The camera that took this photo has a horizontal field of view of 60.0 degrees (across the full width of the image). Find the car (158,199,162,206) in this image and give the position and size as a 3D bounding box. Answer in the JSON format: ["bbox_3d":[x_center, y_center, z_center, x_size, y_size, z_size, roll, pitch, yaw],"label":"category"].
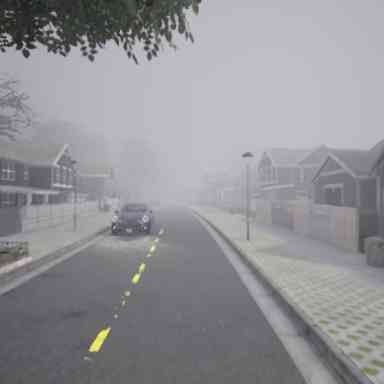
[{"bbox_3d":[-6.588,1.902,60.421,1.994,1.385,4.181,0,-1,-6],"label":"car"}]

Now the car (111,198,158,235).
[{"bbox_3d":[-3.291,1.402,19.256,2.097,1.767,4.553,0,0,-2],"label":"car"}]

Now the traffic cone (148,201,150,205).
[{"bbox_3d":[-8.288,2.325,64.651,0.340,0.580,0.340,-3,0,-10],"label":"traffic cone"}]
